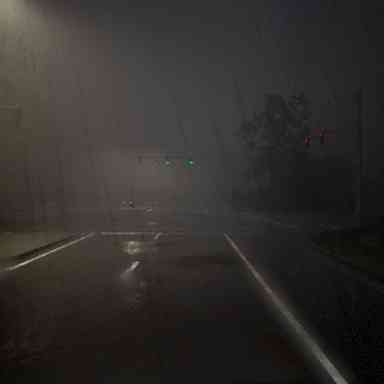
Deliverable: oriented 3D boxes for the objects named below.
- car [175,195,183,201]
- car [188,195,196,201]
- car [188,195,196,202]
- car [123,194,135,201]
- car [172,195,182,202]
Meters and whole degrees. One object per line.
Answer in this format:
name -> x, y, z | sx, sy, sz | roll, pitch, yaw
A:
car -> -3.500, 1.560, 87.848 | 1.895, 1.301, 4.718 | 0, 0, 0
car -> 0.000, 1.518, 87.818 | 1.994, 1.385, 4.181 | 0, 0, 0
car -> 0.000, 1.455, 74.485 | 1.882, 1.535, 5.008 | 0, 0, 0
car -> -15.000, 1.304, 79.163 | 2.097, 1.767, 4.553 | 0, 0, 0
car -> -3.500, 1.499, 74.068 | 2.128, 1.511, 4.902 | 0, 0, 0
